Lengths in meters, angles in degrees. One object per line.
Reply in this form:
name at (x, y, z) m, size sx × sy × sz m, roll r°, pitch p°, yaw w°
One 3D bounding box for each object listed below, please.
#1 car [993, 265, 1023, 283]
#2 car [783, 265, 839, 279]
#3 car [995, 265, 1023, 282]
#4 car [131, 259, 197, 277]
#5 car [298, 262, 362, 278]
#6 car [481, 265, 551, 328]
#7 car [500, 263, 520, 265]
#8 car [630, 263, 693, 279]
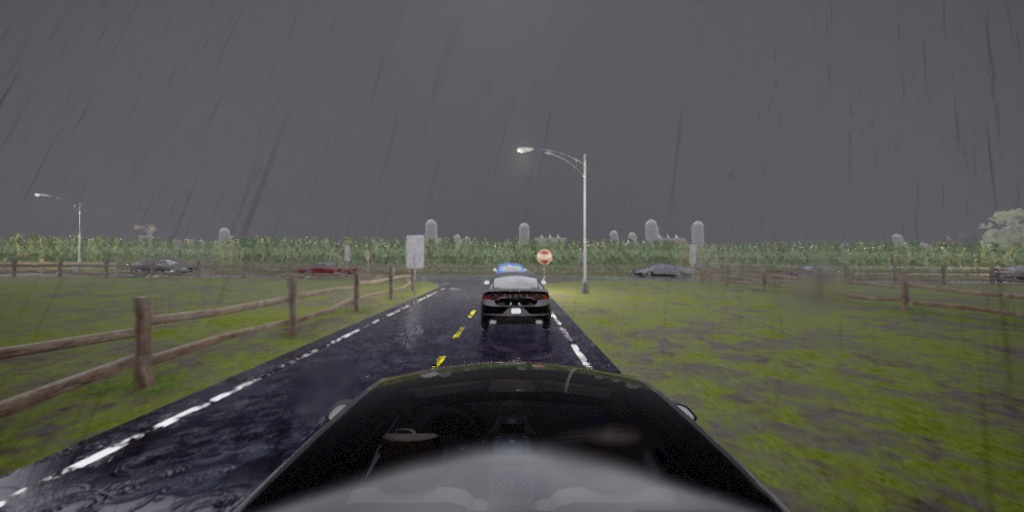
car at (44.145, 1.554, 30.646) m, size 4.902 × 1.511 × 2.128 m, roll 1°, pitch -1°, yaw 0°
car at (27.950, 1.528, 33.638) m, size 4.181 × 1.385 × 1.994 m, roll 0°, pitch -1°, yaw 0°
car at (48.909, 1.642, 33.420) m, size 4.902 × 1.511 × 2.128 m, roll 1°, pitch -1°, yaw 0°
car at (-29.973, 0.994, 31.030) m, size 4.892 × 1.490 × 1.837 m, roll 0°, pitch -1°, yaw 0°
car at (-15.598, 1.184, 30.909) m, size 4.718 × 1.301 × 1.895 m, roll 0°, pitch -1°, yaw 2°
car at (0.104, 1.215, 11.365) m, size 1.882 × 1.535 × 5.008 m, roll 0°, pitch 0°, yaw 0°
car at (-0.124, 1.200, 22.088) m, size 1.882 × 1.535 × 5.008 m, roll 0°, pitch 0°, yaw -3°
car at (14.028, 1.397, 33.722) m, size 5.357 × 1.411 × 2.033 m, roll 0°, pitch -1°, yaw 0°
